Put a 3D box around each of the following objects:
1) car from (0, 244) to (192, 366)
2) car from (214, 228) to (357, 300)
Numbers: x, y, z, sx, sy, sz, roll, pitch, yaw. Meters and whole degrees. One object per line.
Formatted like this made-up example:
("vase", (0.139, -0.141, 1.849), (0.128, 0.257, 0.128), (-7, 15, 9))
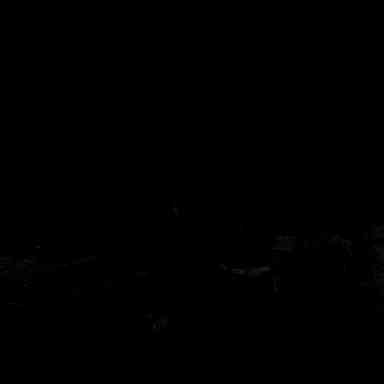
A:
("car", (-1.998, 1.566, 5.111), (4.313, 1.339, 1.947), (0, 0, -35))
("car", (2.483, 1.582, 8.302), (4.206, 1.307, 1.802), (0, 0, -35))
